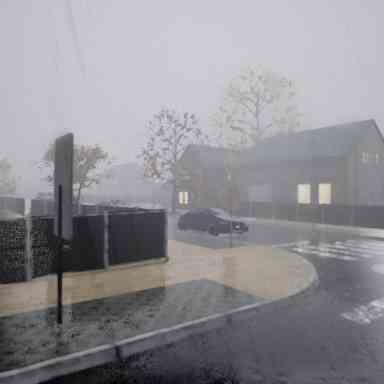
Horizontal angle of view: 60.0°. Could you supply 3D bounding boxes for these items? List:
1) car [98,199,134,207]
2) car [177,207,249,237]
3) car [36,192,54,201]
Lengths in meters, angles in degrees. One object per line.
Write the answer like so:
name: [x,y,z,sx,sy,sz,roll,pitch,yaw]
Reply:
car: [-6.133,1.359,27.141,2.128,1.511,4.902,1,0,-37]
car: [1.024,1.491,17.689,1.994,1.385,4.181,1,0,-37]
car: [-19.518,0.996,44.966,2.150,2.045,5.566,1,-1,-37]
